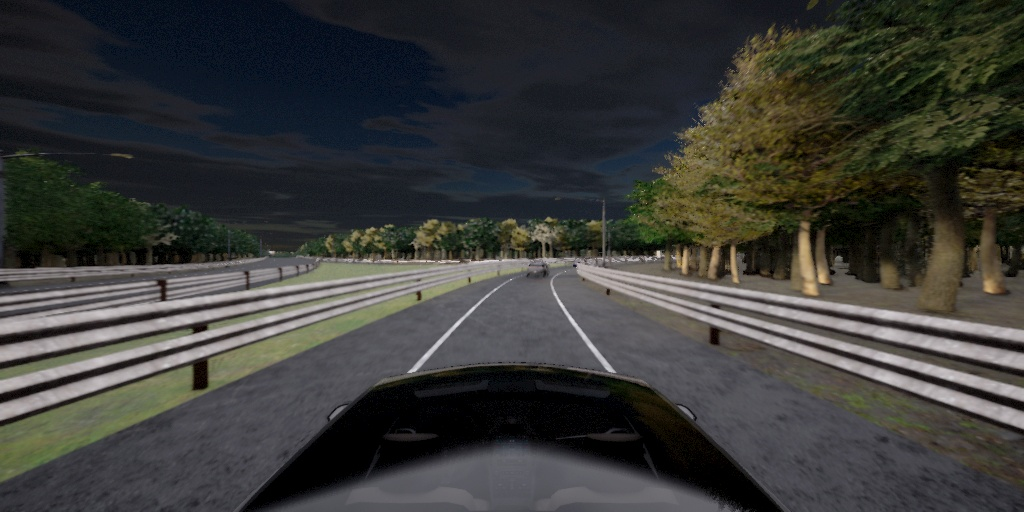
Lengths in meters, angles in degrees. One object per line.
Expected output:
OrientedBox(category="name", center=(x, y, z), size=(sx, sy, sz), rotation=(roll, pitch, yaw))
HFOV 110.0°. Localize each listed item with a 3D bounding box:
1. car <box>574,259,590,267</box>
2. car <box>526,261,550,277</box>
OrientedBox(category="car", center=(12.358, 1.174, 63.188), size=(1.994, 1.385, 4.181), rotation=(0, 0, 28))
OrientedBox(category="car", center=(2.612, 1.255, 35.235), size=(2.128, 1.511, 4.902), rotation=(0, 0, 12))
